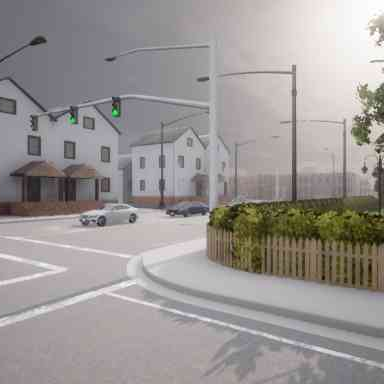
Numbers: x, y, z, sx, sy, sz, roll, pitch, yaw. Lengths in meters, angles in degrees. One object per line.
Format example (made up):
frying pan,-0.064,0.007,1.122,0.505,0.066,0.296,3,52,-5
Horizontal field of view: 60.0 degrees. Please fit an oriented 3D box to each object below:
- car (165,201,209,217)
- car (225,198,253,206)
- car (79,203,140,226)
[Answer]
car,-0.210,1.547,31.400,2.033,1.411,5.357,0,0,35
car,5.668,1.491,39.888,2.128,1.511,4.902,0,0,35
car,-5.699,1.526,23.451,1.812,1.442,4.674,0,0,35
